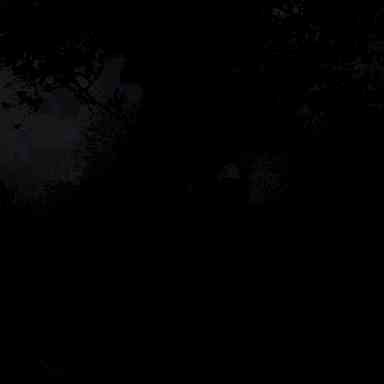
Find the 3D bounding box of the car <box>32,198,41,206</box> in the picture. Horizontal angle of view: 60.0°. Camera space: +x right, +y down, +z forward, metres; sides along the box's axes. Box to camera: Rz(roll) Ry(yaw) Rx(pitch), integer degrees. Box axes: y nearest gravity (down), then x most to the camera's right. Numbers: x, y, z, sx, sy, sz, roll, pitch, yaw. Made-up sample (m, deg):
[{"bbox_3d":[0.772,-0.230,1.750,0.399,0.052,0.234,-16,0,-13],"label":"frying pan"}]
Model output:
[{"bbox_3d":[-15.769,1.404,35.591,2.097,1.767,4.553,0,0,32],"label":"car"}]
